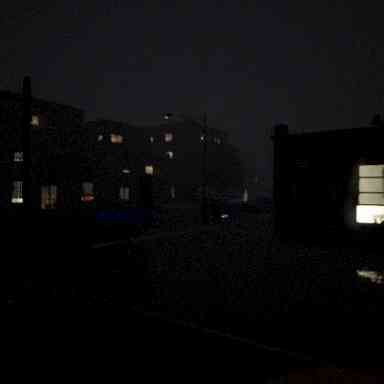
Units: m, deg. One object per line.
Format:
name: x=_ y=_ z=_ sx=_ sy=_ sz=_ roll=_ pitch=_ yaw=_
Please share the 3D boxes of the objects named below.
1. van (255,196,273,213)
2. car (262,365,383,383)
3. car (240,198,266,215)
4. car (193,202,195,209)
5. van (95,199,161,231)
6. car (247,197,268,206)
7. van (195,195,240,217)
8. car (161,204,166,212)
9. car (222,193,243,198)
van: x=8.660 y=1.404 z=38.517 sx=1.690 sy=1.788 sz=3.998 roll=1 pitch=0 yaw=35
car: x=2.303 y=1.531 z=1.228 sx=4.829 sy=1.417 sz=1.752 roll=0 pitch=1 yaw=35
car: x=5.488 y=1.591 z=33.996 sx=1.887 sy=1.381 sz=4.507 roll=1 pitch=0 yaw=35
car: x=1.809 y=1.406 z=43.344 sx=1.967 sy=1.590 sz=4.097 roll=1 pitch=0 yaw=35
van: x=-4.020 y=1.342 z=20.432 sx=1.690 sy=1.788 sz=3.998 roll=1 pitch=0 yaw=35
car: x=11.317 y=1.565 z=56.906 sx=1.887 sy=1.381 sz=4.507 roll=1 pitch=0 yaw=35
van: x=2.320 y=1.371 z=29.475 sx=1.690 sy=1.788 sz=3.998 roll=1 pitch=0 yaw=35
car: x=-4.630 y=1.457 z=34.161 sx=1.752 sy=1.417 sz=4.829 roll=1 pitch=0 yaw=35
car: x=4.727 y=1.220 z=42.961 sx=2.150 sy=2.045 sz=5.566 roll=1 pitch=0 yaw=35
